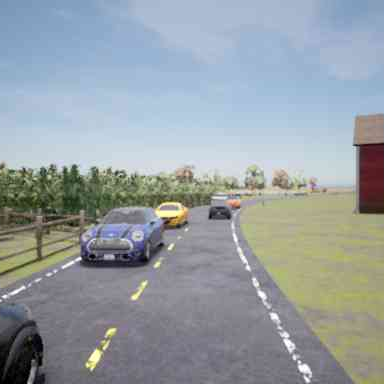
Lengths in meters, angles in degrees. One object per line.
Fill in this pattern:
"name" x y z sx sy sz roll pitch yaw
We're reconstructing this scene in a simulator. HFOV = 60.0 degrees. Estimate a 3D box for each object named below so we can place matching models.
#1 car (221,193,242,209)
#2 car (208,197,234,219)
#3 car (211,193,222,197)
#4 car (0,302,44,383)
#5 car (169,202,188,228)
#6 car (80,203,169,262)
"car" 5.658 1.324 45.503 2.097 1.767 4.553 0 0 13
"car" 2.534 1.501 29.616 1.837 1.490 4.892 0 0 8
"car" 4.408 1.161 52.576 2.150 2.045 5.566 1 0 16
"car" -2.723 1.561 2.128 1.994 1.385 4.181 0 0 1
"car" -1.408 1.471 22.447 1.882 1.535 5.008 0 0 7
"car" -2.320 1.352 12.150 2.097 1.767 4.553 0 0 4
